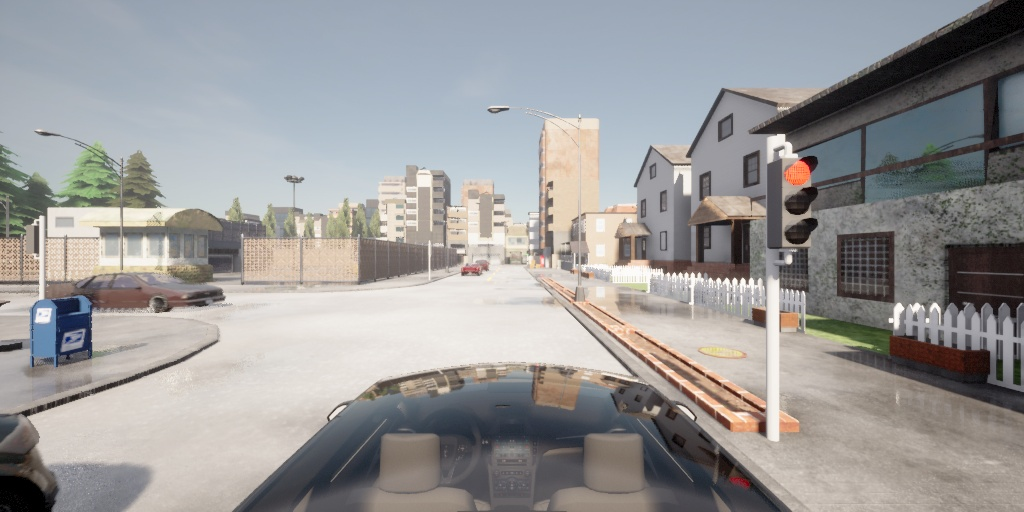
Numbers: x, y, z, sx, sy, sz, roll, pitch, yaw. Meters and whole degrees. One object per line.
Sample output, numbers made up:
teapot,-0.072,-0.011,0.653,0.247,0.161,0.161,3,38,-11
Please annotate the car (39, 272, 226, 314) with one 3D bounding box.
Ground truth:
car,-13.842,1.297,13.246,5.357,1.411,2.033,0,0,0

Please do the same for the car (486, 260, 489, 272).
car,-4.093,1.228,47.726,1.882,1.535,5.008,0,0,0

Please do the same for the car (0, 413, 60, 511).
car,-4.019,1.314,0.569,1.994,1.385,4.181,0,0,1

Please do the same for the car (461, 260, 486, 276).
car,-4.106,1.351,37.220,1.895,1.301,4.718,0,0,0
